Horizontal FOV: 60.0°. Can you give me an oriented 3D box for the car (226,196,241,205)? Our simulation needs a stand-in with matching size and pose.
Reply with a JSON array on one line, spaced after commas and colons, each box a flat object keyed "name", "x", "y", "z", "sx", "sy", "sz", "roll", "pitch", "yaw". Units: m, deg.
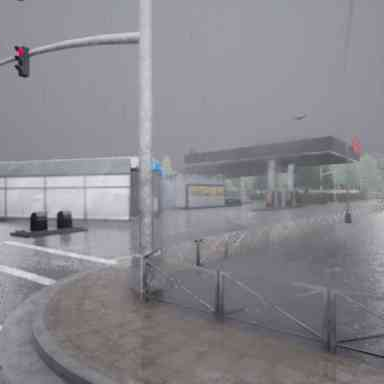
[{"name": "car", "x": 7.497, "y": 1.663, "z": 62.800, "sx": 2.242, "sy": 1.667, "sz": 4.611, "roll": 0, "pitch": 0, "yaw": 36}]
